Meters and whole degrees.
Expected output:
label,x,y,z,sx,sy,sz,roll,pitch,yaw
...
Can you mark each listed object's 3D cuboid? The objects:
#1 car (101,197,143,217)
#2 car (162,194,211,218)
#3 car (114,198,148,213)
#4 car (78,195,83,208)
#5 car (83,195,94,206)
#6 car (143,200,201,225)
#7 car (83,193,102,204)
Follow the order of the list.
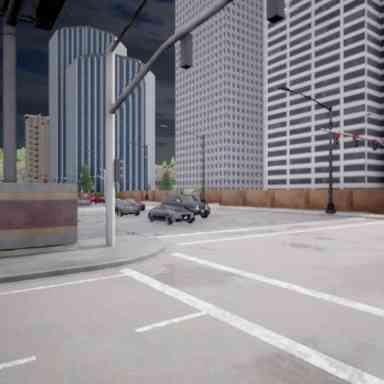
label,x,y,z,sx,sy,sz,roll,pitch,yaw
car,-6.538,1.500,31.300,1.837,1.490,4.892,0,1,-35
car,-0.715,1.219,29.123,2.150,2.045,5.566,0,0,-35
car,-7.041,1.475,38.083,1.882,1.535,5.008,0,0,-35
car,-17.393,1.348,46.741,2.097,1.767,4.553,0,0,-35
car,-17.941,1.597,53.677,1.895,1.301,4.718,0,0,-35
car,-1.563,1.562,24.257,1.994,1.385,4.181,0,0,-35
car,-19.256,1.219,61.786,2.150,2.045,5.566,0,0,-35
